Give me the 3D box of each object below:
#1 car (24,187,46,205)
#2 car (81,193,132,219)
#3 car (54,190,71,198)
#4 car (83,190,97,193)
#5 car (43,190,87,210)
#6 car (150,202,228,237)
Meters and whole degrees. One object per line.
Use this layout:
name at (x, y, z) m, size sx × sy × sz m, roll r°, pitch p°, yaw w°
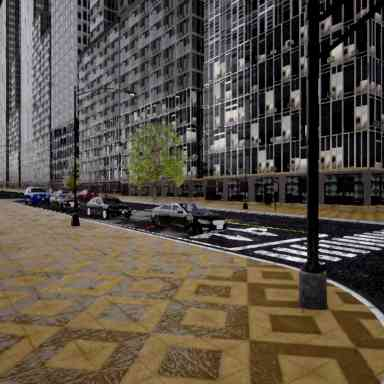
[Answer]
car at (-18.866, 0.433, 40.572) m, size 2.150 × 2.045 × 5.566 m, roll 0°, pitch 1°, yaw -38°
car at (-6.111, 1.097, 24.208) m, size 1.837 × 1.490 × 4.892 m, roll 0°, pitch 1°, yaw -38°
car at (-25.299, 0.299, 64.874) m, size 1.812 × 1.442 × 4.674 m, roll 0°, pitch 1°, yaw -38°
car at (-17.090, 0.374, 54.383) m, size 2.097 × 1.767 × 4.553 m, roll 0°, pitch 1°, yaw -40°
car at (-12.347, 0.899, 32.167) m, size 2.128 × 1.511 × 4.902 m, roll 0°, pitch 1°, yaw -38°
car at (-0.269, 1.257, 16.776) m, size 2.128 × 1.511 × 4.902 m, roll 0°, pitch 1°, yaw -38°
